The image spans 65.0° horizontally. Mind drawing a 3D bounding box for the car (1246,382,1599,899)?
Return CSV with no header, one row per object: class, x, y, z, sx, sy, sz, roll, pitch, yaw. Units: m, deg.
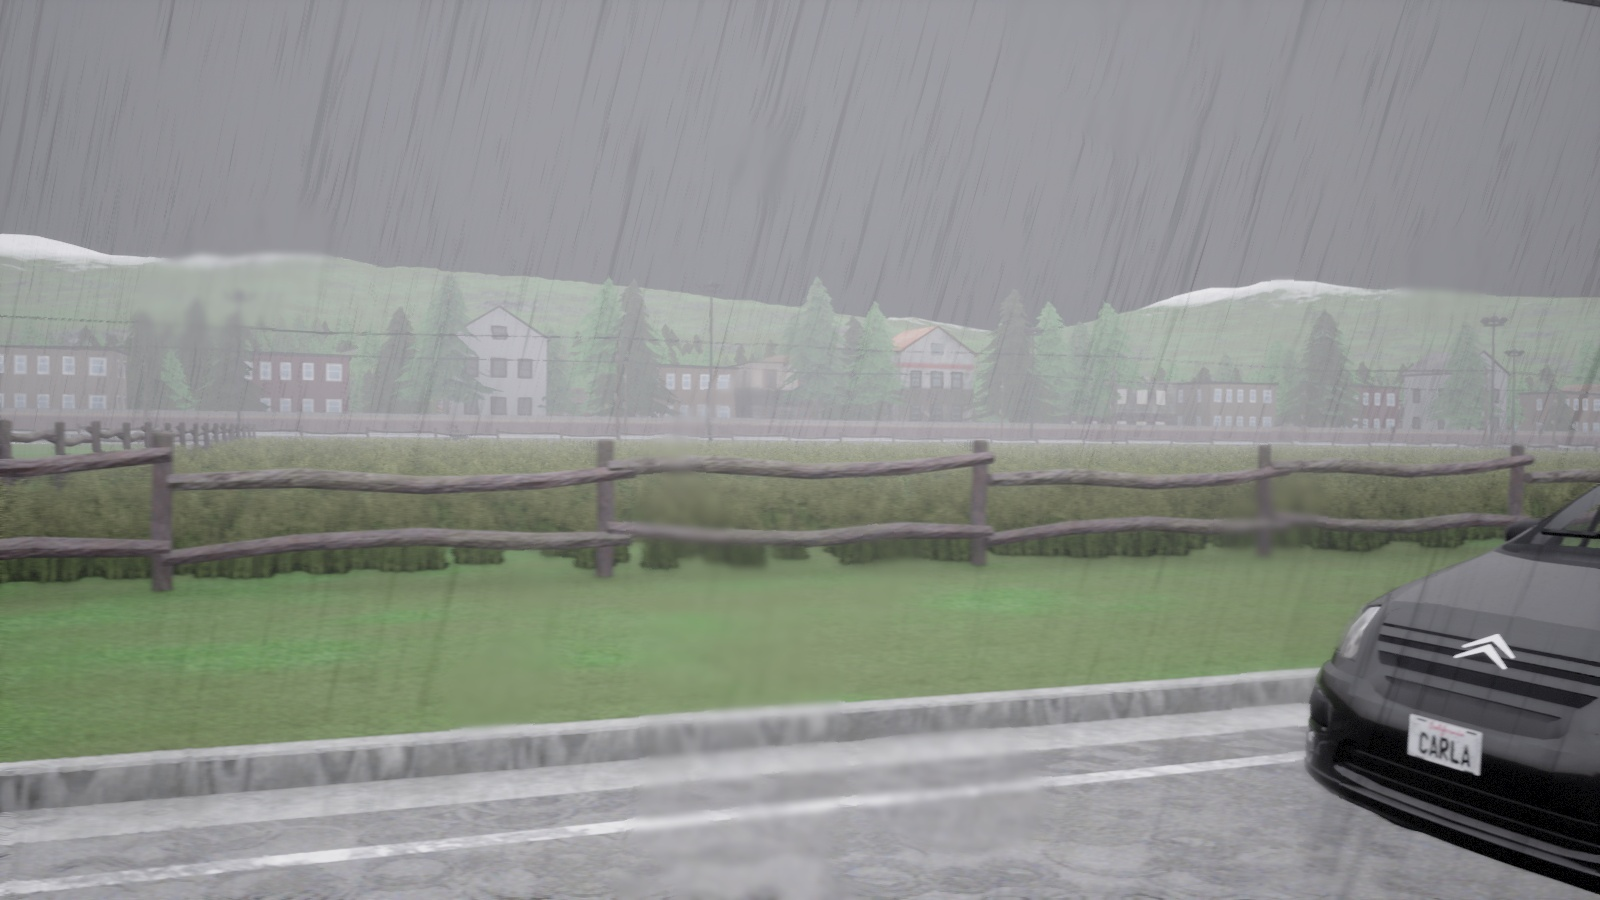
car,3.933,0.582,4.732,3.988,1.617,1.851,-1,1,-21
